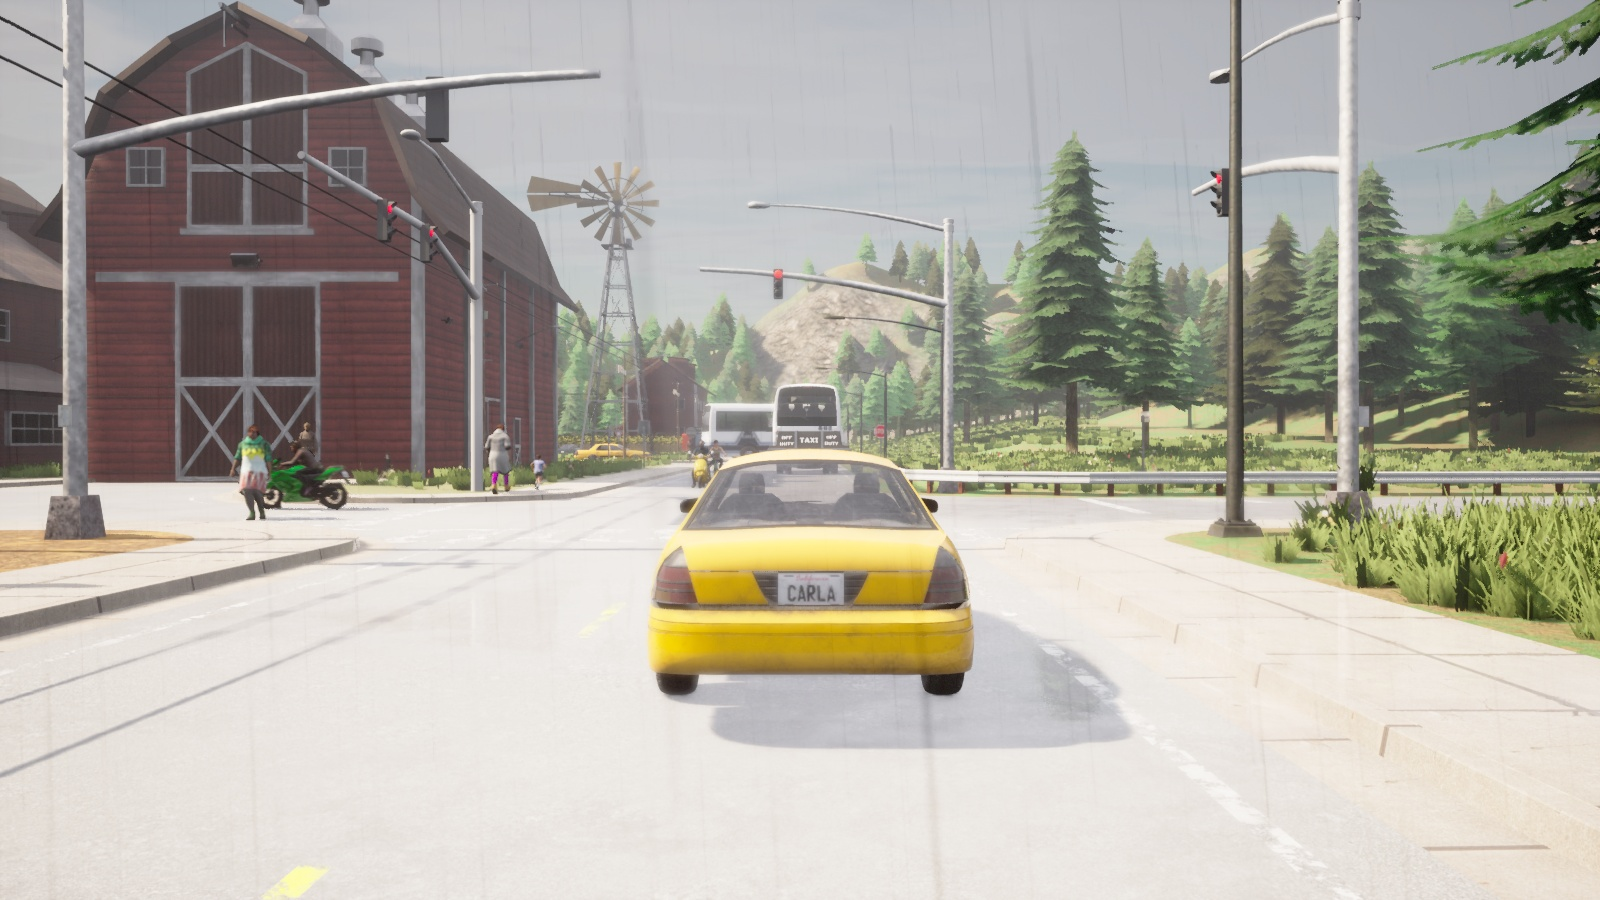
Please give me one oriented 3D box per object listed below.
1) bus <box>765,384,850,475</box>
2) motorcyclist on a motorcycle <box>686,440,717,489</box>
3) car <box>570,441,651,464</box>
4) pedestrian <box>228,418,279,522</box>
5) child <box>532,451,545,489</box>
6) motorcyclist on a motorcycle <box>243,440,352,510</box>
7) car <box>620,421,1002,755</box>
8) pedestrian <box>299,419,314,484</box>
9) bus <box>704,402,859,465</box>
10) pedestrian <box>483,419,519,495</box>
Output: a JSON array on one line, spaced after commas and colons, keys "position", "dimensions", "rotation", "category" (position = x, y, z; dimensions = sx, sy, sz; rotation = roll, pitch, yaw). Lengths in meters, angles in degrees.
[{"position": [0.361, -0.989, 63.582], "dimensions": [3.944, 4.253, 10.273], "rotation": [0, 0, 0], "category": "bus"}, {"position": [-3.259, 0.462, 41.690], "dimensions": [0.866, 1.590, 1.817], "rotation": [0, 0, 0], "category": "motorcyclist on a motorcycle"}, {"position": [-13.053, 0.185, 86.800], "dimensions": [5.366, 1.575, 1.801], "rotation": [0, 0, -1], "category": "car"}, {"position": [-10.428, 0.378, 23.982], "dimensions": [0.659, 1.952, 0.873], "rotation": [0, 0, -5], "category": "pedestrian"}, {"position": [-7.516, 0.572, 36.115], "dimensions": [0.255, 1.110, 0.394], "rotation": [0, 0, 5], "category": "child"}, {"position": [-10.962, 0.538, 27.432], "dimensions": [2.044, 1.523, 0.797], "rotation": [0, 0, -1], "category": "motorcyclist on a motorcycle"}, {"position": [0.063, 0.637, 8.603], "dimensions": [1.801, 1.575, 5.366], "rotation": [0, 0, 0], "category": "car"}, {"position": [-14.256, 0.041, 36.291], "dimensions": [0.331, 1.846, 0.634], "rotation": [0, 0, -16], "category": "pedestrian"}, {"position": [-1.352, -1.130, 89.000], "dimensions": [10.273, 4.253, 3.944], "rotation": [0, 0, -15], "category": "bus"}, {"position": [-7.780, 0.181, 32.694], "dimensions": [0.659, 1.952, 0.873], "rotation": [0, 0, 8], "category": "pedestrian"}]
